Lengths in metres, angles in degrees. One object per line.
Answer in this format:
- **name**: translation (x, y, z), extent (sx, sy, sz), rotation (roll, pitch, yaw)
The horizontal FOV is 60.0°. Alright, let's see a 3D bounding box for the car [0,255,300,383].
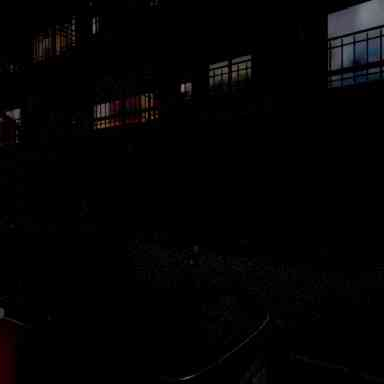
- **car**: translation (-1.070, 1.440, 3.630), extent (4.097, 1.590, 1.967), rotation (0, 0, 35)
